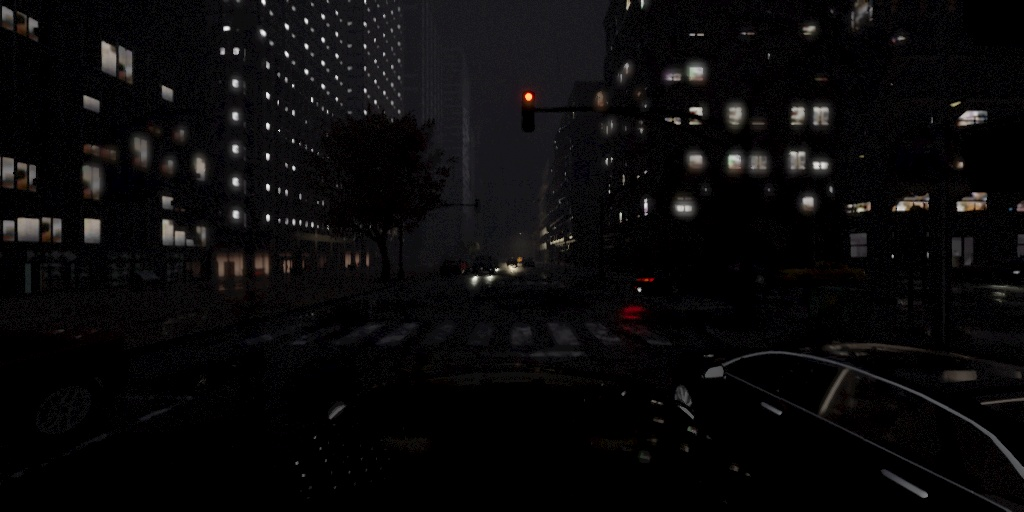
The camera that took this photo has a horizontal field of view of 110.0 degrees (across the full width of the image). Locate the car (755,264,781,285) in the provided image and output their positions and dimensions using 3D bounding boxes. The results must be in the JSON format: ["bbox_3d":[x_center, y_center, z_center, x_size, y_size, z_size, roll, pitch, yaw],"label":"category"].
[{"bbox_3d":[13.444,1.052,22.009,4.403,1.370,2.007,0,0,-1],"label":"car"}]

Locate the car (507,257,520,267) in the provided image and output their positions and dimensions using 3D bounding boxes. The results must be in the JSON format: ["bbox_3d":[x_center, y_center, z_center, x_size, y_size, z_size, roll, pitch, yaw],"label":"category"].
[{"bbox_3d":[0.028,1.151,64.308,2.128,1.511,4.902,0,0,0],"label":"car"}]

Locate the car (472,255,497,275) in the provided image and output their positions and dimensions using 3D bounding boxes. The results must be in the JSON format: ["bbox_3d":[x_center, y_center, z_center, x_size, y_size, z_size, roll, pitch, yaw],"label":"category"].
[{"bbox_3d":[-3.080,0.909,39.075,2.150,2.045,5.566,0,0,0],"label":"car"}]

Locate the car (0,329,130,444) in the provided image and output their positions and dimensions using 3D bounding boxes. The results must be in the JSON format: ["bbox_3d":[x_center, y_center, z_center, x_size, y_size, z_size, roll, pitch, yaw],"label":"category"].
[{"bbox_3d":[-5.692,1.293,2.603,1.888,1.381,4.507,0,0,0],"label":"car"}]

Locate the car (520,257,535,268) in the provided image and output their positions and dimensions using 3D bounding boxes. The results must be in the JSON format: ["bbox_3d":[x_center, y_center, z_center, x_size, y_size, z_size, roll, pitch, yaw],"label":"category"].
[{"bbox_3d":[2.716,1.232,57.078,1.948,1.339,4.313,0,0,0],"label":"car"}]

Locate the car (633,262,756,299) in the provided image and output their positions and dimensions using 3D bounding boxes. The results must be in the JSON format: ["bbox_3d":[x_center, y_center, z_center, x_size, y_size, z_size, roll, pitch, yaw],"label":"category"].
[{"bbox_3d":[7.861,1.120,15.958,4.892,1.490,1.837,-2,-3,-12],"label":"car"}]

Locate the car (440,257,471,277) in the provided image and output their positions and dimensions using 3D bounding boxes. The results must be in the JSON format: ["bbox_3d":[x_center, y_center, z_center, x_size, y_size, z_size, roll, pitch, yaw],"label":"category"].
[{"bbox_3d":[-5.676,1.008,34.991,2.192,1.841,5.009,0,0,0],"label":"car"}]

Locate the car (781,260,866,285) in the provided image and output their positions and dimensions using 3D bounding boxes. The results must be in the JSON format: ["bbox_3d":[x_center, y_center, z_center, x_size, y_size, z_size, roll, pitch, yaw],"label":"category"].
[{"bbox_3d":[18.841,0.950,22.062,4.829,1.417,1.751,0,0,-1],"label":"car"}]

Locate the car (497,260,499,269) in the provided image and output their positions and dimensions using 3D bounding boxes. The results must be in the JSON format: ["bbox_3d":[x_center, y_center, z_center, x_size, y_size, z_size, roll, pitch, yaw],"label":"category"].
[{"bbox_3d":[-3.051,1.145,56.125,1.882,1.535,5.008,0,0,0],"label":"car"}]

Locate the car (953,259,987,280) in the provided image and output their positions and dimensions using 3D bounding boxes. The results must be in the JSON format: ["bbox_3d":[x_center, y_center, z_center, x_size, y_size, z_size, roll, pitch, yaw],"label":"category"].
[{"bbox_3d":[30.146,0.815,22.170,4.507,1.381,1.888,0,0,-1],"label":"car"}]

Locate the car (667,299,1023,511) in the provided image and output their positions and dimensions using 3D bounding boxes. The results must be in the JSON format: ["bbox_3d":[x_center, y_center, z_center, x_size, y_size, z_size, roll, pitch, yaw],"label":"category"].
[{"bbox_3d":[2.689,1.298,2.599,2.007,1.370,4.403,0,0,0],"label":"car"}]

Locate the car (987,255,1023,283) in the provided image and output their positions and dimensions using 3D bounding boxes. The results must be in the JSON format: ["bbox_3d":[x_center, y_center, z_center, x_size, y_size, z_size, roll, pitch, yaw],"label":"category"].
[{"bbox_3d":[30.266,0.496,19.577,5.566,2.045,2.150,-1,0,-1],"label":"car"}]
